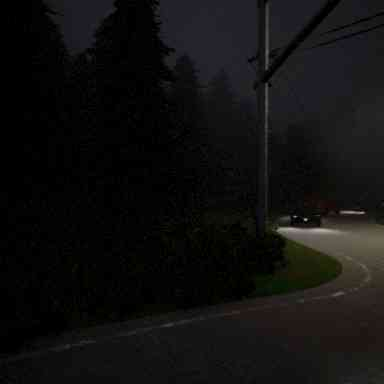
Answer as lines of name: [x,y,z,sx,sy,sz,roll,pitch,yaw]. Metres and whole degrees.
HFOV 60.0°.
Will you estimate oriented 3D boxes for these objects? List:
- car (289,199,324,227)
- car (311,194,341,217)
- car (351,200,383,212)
car: [7.985,1.511,23.403,1.837,1.490,4.892,0,0,18]
car: [12.813,1.233,32.612,2.150,2.045,5.566,1,0,41]
car: [20.752,1.610,39.196,4.181,1.385,1.994,0,0,-30]
